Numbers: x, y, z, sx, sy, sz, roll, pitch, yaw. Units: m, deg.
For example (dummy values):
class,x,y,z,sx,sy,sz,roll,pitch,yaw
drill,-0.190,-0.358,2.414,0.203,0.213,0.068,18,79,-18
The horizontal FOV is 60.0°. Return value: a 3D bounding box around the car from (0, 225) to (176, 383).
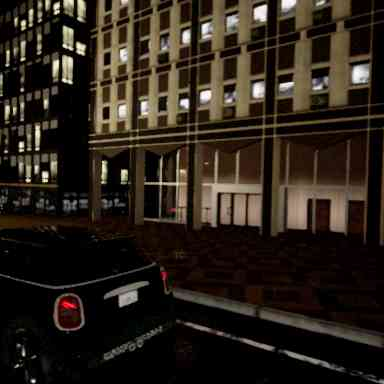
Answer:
class,x,y,z,sx,sy,sz,roll,pitch,yaw
car,-2.518,1.326,5.362,4.553,1.767,2.097,0,0,36
